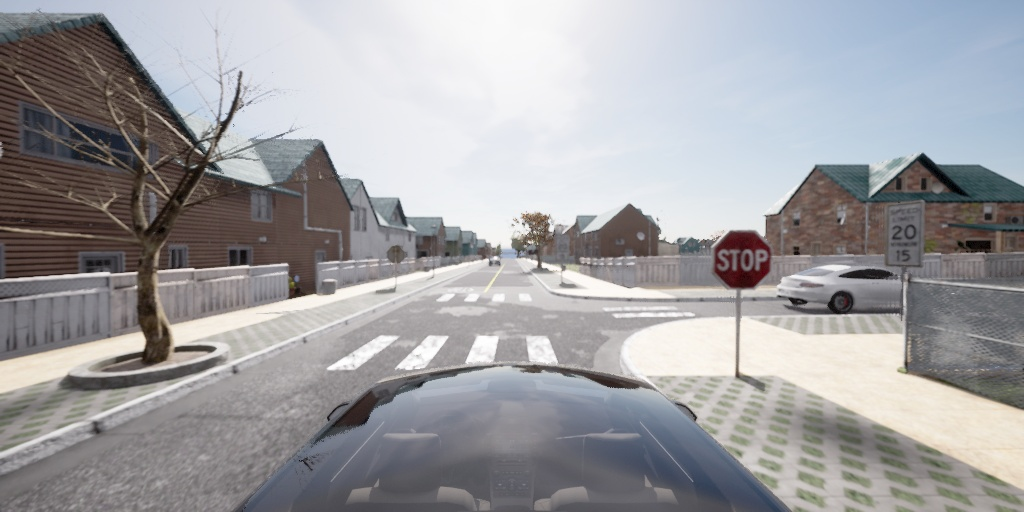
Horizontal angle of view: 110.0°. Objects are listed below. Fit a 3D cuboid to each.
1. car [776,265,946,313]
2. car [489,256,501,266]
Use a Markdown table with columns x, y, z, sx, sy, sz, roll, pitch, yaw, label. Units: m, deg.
| x | y | z | sx | sy | sz | roll | pitch | yaw | label |
| --- | --- | --- | --- | --- | --- | --- | --- | --- | --- |
| 11.371 | 1.002 | 11.823 | 4.674 | 1.442 | 1.812 | -1 | 1 | 0 | car |
| -2.785 | 0.802 | 58.402 | 2.128 | 1.511 | 4.902 | 0 | 0 | 0 | car |
